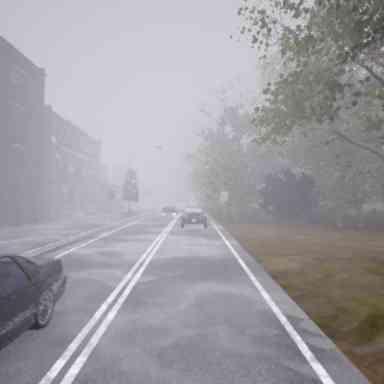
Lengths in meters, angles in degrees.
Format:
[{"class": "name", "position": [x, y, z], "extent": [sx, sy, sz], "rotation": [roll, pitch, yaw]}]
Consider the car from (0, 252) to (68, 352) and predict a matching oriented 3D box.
[{"class": "car", "position": [-3.347, 1.572, 4.257], "extent": [2.033, 1.411, 5.357], "rotation": [0, 0, 0]}]

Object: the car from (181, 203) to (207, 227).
[{"class": "car", "position": [0.138, 1.762, 24.414], "extent": [1.812, 1.442, 4.674], "rotation": [0, -1, 0]}]

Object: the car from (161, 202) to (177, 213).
[{"class": "car", "position": [-3.196, 2.222, 47.454], "extent": [1.812, 1.442, 4.674], "rotation": [0, -2, 1]}]
